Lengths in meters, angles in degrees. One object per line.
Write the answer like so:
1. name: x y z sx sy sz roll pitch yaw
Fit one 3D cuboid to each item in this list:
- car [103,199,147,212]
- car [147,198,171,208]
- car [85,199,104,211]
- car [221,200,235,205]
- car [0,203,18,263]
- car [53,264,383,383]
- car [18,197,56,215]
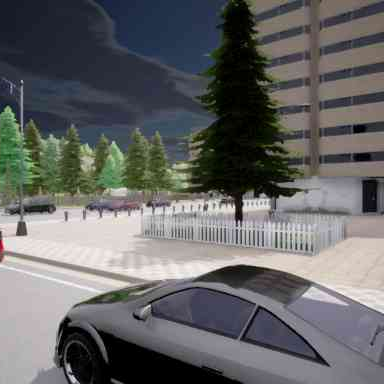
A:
1. car: -7.815 1.564 39.019 1.994 1.385 4.181 0 0 35
2. car: -4.964 1.564 49.384 1.994 1.385 4.181 0 0 36
3. car: -10.652 1.547 41.412 2.033 1.411 5.357 0 0 35
4. car: 7.043 1.506 59.906 1.837 1.490 4.892 0 0 35
5. car: -7.352 1.221 9.179 5.566 2.045 2.150 0 0 36
6. car: 0.339 1.564 3.749 4.181 1.385 1.994 0 0 35
7. car: -16.226 1.352 33.574 2.097 1.767 4.553 0 0 35
